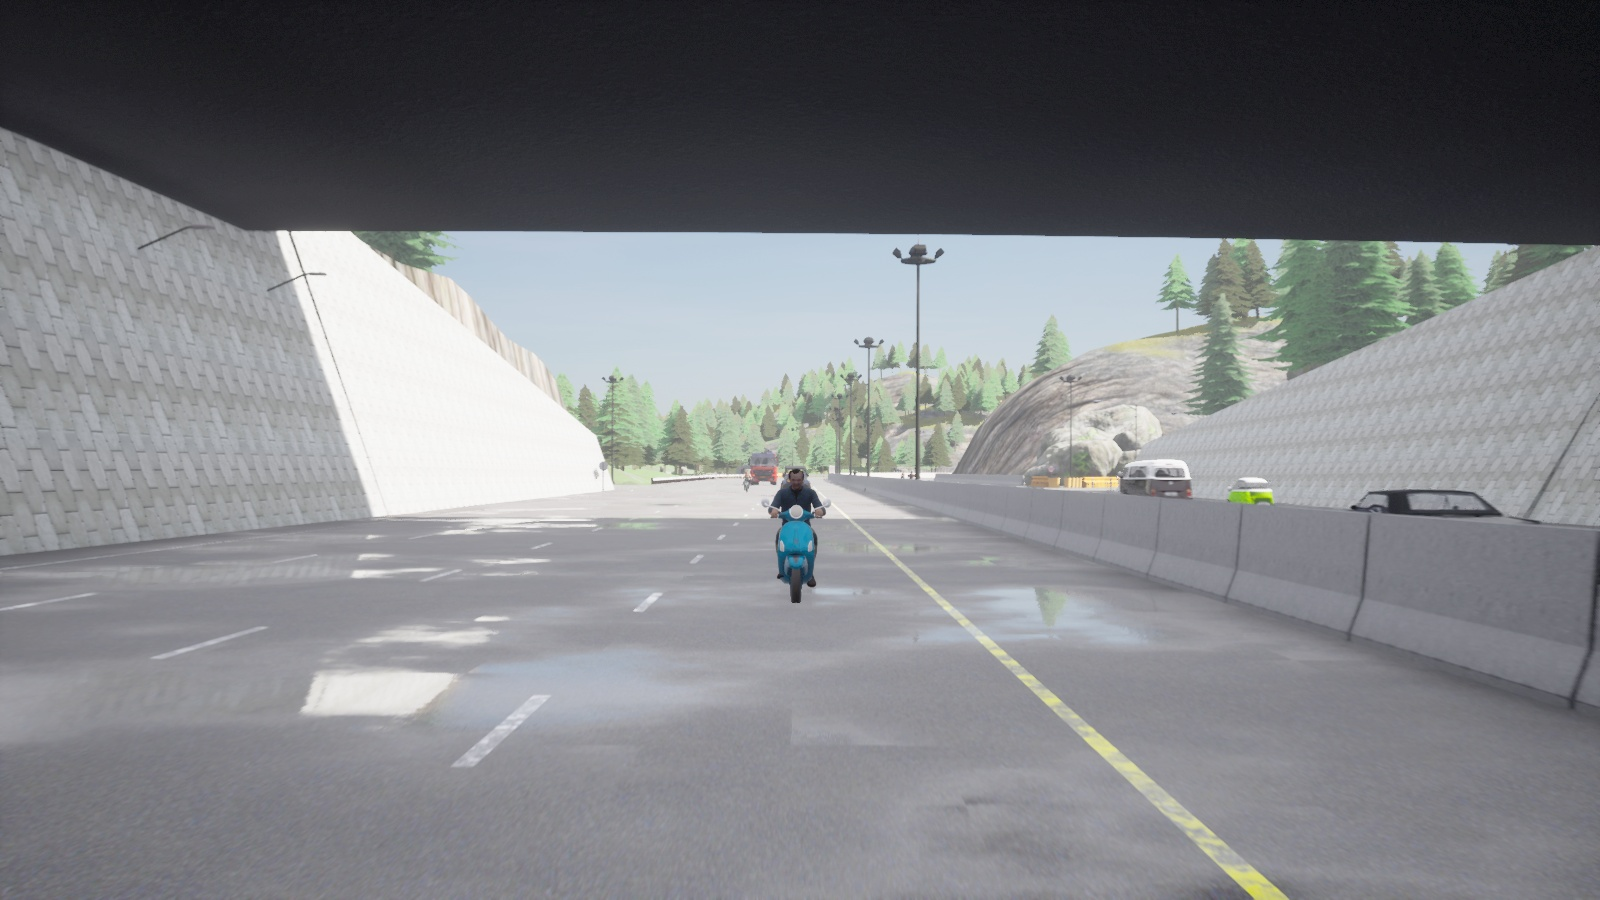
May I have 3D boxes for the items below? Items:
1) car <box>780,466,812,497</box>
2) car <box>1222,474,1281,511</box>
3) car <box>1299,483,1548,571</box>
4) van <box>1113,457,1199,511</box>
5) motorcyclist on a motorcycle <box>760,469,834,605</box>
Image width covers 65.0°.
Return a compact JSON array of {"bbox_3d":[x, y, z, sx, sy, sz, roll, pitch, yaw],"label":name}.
[{"bbox_3d":[-0.255,1.914,77.784,1.905,1.878,3.866,0,-1,0],"label":"car"},{"bbox_3d":[17.351,1.609,48.309,1.481,1.376,2.207,0,-1,0],"label":"car"},{"bbox_3d":[10.445,1.234,21.518,1.895,1.301,4.718,0,-1,0],"label":"car"},{"bbox_3d":[13.846,1.306,49.169,2.069,2.038,4.480,0,-1,0],"label":"van"},{"bbox_3d":[-0.038,1.028,15.542,0.866,1.590,1.817,0,-1,0],"label":"motorcyclist on a motorcycle"}]
